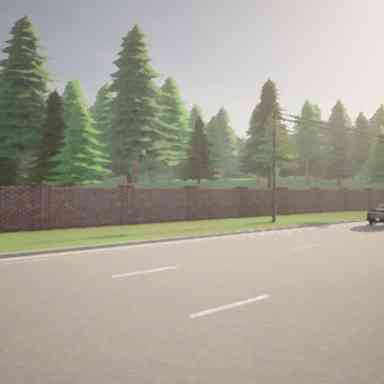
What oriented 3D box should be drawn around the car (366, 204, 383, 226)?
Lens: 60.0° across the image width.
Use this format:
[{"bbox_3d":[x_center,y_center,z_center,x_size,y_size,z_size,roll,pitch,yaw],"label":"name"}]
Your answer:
[{"bbox_3d":[13.430,1.480,21.918,4.902,1.511,2.128,0,0,-35],"label":"car"}]
